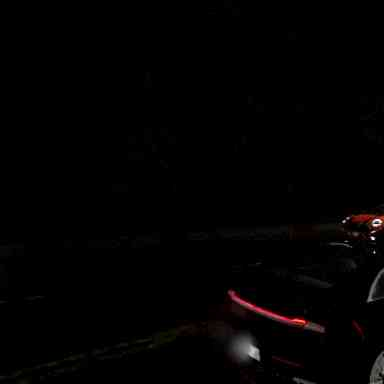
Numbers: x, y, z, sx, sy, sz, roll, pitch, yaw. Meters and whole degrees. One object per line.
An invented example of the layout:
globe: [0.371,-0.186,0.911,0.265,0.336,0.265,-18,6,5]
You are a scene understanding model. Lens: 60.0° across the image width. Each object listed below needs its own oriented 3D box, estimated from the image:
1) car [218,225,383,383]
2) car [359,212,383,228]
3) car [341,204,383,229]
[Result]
car: [2.686,1.494,4.873,4.902,1.511,2.128,0,0,-32]
car: [9.026,1.551,12.479,5.357,1.411,2.033,0,0,-28]
car: [9.529,1.365,16.306,4.553,1.767,2.097,0,0,-26]
